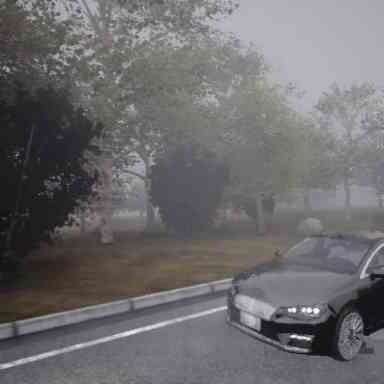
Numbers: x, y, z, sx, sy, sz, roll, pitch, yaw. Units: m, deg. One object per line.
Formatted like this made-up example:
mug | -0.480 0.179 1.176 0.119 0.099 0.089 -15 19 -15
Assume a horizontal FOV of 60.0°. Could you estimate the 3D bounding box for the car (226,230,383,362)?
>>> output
car | 2.791 1.499 5.980 4.902 1.511 2.128 0 0 -35
